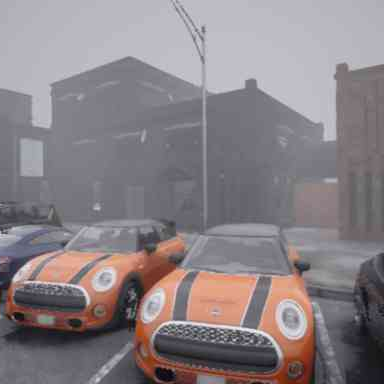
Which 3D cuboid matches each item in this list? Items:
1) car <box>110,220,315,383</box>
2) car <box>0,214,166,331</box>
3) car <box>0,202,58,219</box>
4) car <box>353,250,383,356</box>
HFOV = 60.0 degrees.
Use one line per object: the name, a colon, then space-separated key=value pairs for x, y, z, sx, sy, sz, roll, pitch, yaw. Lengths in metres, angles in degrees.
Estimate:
car: x=0.792 y=1.387 z=5.566 sx=2.185 sy=1.767 sz=4.553 roll=0 pitch=-1 yaw=15
car: x=-1.655 y=1.420 z=7.304 sx=2.185 sy=1.767 sz=4.553 roll=0 pitch=-1 yaw=15
car: x=-6.550 y=1.361 z=10.732 sx=2.435 sy=2.045 sz=5.566 roll=0 pitch=-1 yaw=15
car: x=3.221 y=1.509 z=3.768 sx=2.163 sy=1.488 sz=4.792 roll=0 pitch=-1 yaw=15
